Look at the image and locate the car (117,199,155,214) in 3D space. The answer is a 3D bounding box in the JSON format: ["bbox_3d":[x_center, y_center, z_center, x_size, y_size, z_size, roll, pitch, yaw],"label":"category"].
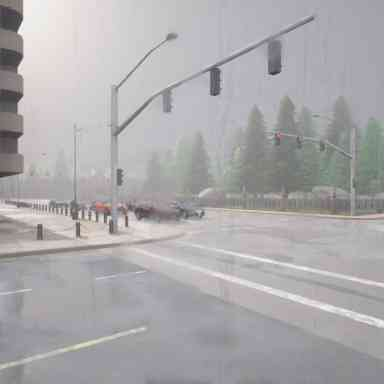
[{"bbox_3d":[-6.353,1.547,37.252,2.128,1.511,4.902,0,0,-36],"label":"car"}]

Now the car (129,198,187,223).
[{"bbox_3d":[-2.817,1.533,26.581,1.882,1.535,5.008,0,0,-36],"label":"car"}]

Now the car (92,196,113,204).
[{"bbox_3d":[-17.286,1.547,64.142,2.128,1.511,4.902,0,0,-36],"label":"car"}]

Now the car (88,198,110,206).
[{"bbox_3d":[-15.766,1.656,56.199,1.895,1.301,4.718,0,0,-36],"label":"car"}]

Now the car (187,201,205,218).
[{"bbox_3d":[-0.834,1.547,29.787,2.128,1.511,4.902,0,0,-36],"label":"car"}]

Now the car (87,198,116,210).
[{"bbox_3d":[-12.522,1.603,45.606,2.033,1.411,5.357,0,0,-36],"label":"car"}]

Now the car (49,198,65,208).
[{"bbox_3d":[-20.059,1.603,49.976,2.033,1.411,5.357,0,0,-36],"label":"car"}]

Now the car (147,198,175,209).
[{"bbox_3d":[-4.422,1.581,46.770,1.812,1.442,4.674,0,0,-36],"label":"car"}]

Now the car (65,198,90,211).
[{"bbox_3d":[-13.718,1.547,41.333,2.128,1.511,4.902,0,0,-36],"label":"car"}]

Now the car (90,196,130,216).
[{"bbox_3d":[-8.287,1.407,33.974,2.097,1.767,4.553,0,0,-36],"label":"car"}]
